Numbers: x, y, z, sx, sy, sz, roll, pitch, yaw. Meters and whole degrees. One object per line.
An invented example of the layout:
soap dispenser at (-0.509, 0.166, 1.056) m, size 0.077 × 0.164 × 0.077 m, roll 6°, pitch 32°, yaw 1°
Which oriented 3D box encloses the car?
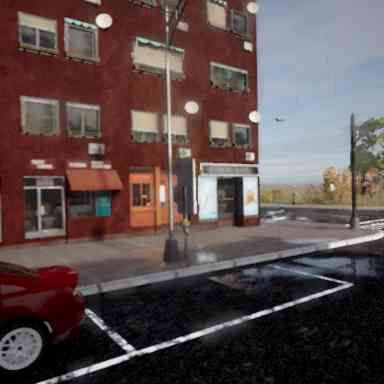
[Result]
car at (-3.633, 1.555, 3.980) m, size 4.507 × 1.381 × 1.887 m, roll -1°, pitch 0°, yaw -35°
